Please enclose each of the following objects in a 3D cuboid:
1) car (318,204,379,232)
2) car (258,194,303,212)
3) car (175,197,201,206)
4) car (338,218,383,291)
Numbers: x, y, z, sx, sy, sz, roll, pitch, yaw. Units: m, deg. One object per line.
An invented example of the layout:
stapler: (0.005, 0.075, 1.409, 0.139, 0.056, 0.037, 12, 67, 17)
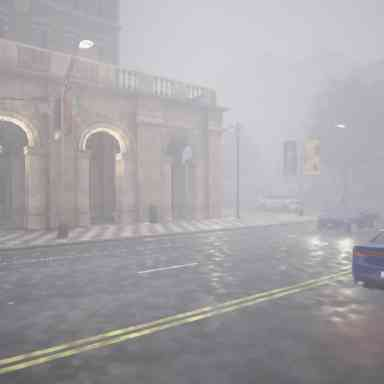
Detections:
car: (9.214, 1.478, 19.419, 5.008, 1.535, 1.882, 0, 1, -42)
car: (10.297, 1.221, 39.338, 2.150, 2.045, 5.566, 0, 0, -36)
car: (-0.701, 1.506, 54.645, 1.837, 1.490, 4.892, 0, 0, -36)
car: (5.803, 1.478, 7.996, 5.008, 1.535, 1.882, 0, 0, -37)
